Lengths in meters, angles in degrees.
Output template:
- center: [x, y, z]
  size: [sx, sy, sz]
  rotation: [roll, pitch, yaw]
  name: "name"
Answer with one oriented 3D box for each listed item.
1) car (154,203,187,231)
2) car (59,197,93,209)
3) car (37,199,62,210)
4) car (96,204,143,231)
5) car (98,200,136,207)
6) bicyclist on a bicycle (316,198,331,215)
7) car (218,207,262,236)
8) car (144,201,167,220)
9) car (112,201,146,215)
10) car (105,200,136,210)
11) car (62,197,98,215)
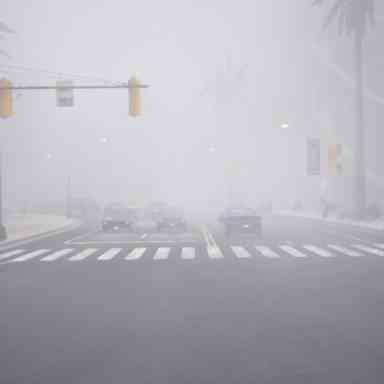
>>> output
- center: [-1.345, 1.708, 22.195]
  size: [1.812, 1.442, 4.674]
  rotation: [-1, 0, -4]
  name: "car"
- center: [-20.530, 1.948, 58.737]
  size: [5.566, 2.045, 2.150]
  rotation: [-1, 0, 23]
  name: "car"
- center: [-23.961, 2.115, 56.168]
  size: [4.553, 1.767, 2.097]
  rotation: [-1, 0, 23]
  name: "car"
- center: [-4.727, 1.784, 22.698]
  size: [2.033, 1.411, 5.357]
  rotation: [-1, 0, -3]
  name: "car"
- center: [-7.421, 1.838, 32.680]
  size: [2.128, 1.511, 4.902]
  rotation: [-1, 0, -26]
  name: "car"
- center: [12.290, 1.339, 31.129]
  size: [1.656, 1.620, 0.582]
  rotation: [-1, 0, -13]
  name: "bicyclist on a bicycle"
- center: [2.639, 1.578, 19.102]
  size: [1.882, 1.535, 5.008]
  rotation: [-1, 0, -2]
  name: "car"
- center: [-3.045, 1.621, 30.923]
  size: [2.097, 1.767, 4.553]
  rotation: [-1, 0, -20]
  name: "car"
- center: [-7.677, 1.879, 39.908]
  size: [1.882, 1.535, 5.008]
  rotation: [-1, -1, -38]
  name: "car"
- center: [-11.548, 2.046, 53.512]
  size: [4.902, 1.511, 2.128]
  rotation: [-1, -1, 36]
  name: "car"
- center: [-13.520, 1.722, 41.454]
  size: [5.566, 2.045, 2.150]
  rotation: [-1, -1, 44]
  name: "car"
